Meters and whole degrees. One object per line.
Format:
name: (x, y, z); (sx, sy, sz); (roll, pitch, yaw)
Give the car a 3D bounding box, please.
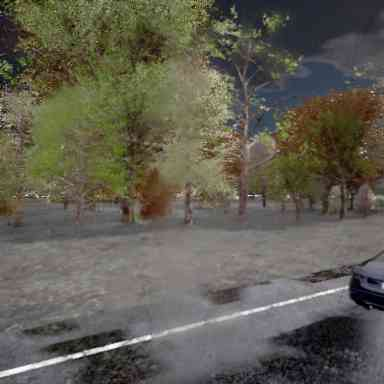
car: (5.170, 1.662, 6.903); (4.181, 1.385, 1.994); (1, -1, -33)
